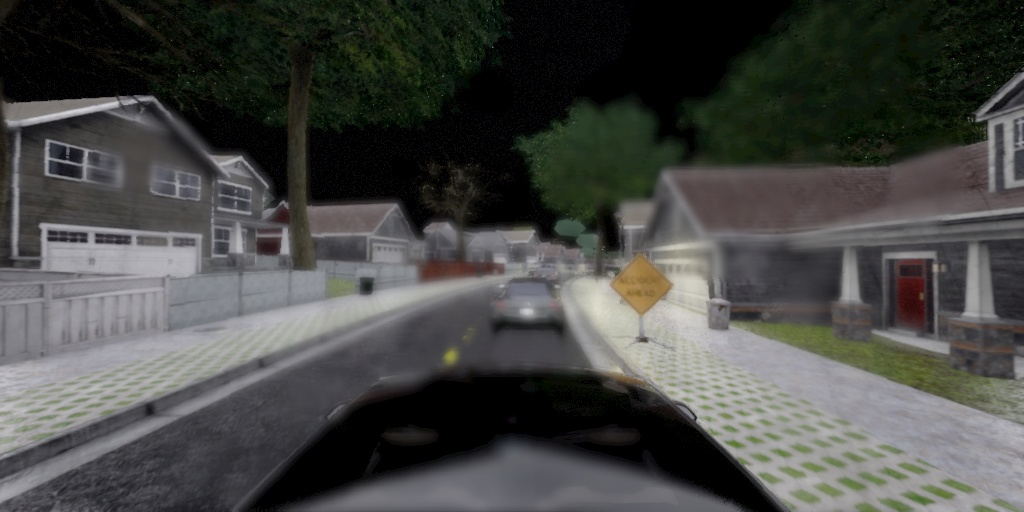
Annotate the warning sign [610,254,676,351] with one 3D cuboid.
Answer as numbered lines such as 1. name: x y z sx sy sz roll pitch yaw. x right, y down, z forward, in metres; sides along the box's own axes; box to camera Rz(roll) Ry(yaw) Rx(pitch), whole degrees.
1. warning sign: 2.684 0.889 7.379 1.300 1.860 1.060 0 0 3

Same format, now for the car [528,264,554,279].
1. car: 3.411 1.746 41.489 1.882 1.535 5.008 0 -1 17

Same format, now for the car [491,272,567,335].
1. car: 0.561 1.361 10.751 1.994 1.385 4.181 0 0 5

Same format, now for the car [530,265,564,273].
1. car: 2.954 1.559 27.871 2.033 1.411 5.357 0 -1 12
